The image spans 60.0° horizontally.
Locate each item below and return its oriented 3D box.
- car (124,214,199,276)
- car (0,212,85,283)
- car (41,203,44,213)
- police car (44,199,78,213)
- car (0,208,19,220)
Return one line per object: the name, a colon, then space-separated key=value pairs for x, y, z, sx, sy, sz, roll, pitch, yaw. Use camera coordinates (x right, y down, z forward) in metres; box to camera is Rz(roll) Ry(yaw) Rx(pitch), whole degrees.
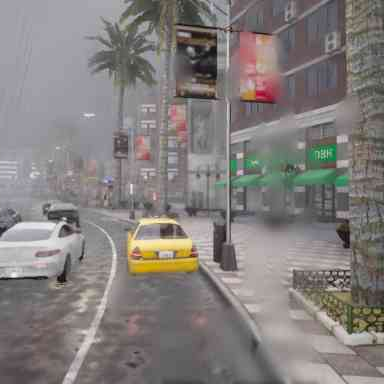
car: x=-1.121 y=1.456 z=10.384 sx=1.801 sy=1.575 sz=5.366 roll=0 pitch=0 yaw=-11
car: x=-4.201 y=1.523 z=9.347 sx=1.812 sy=1.442 sz=4.674 roll=0 pitch=0 yaw=-11
car: x=-13.788 y=1.467 z=32.978 sx=1.882 sy=1.535 sz=5.008 roll=0 pitch=0 yaw=-27
police car: x=-8.785 y=1.418 z=22.474 sx=1.930 sy=1.638 sz=5.238 roll=0 pitch=0 yaw=-24
car: x=-10.529 y=1.555 z=18.119 sx=1.994 sy=1.385 sz=4.181 roll=0 pitch=0 yaw=-23
